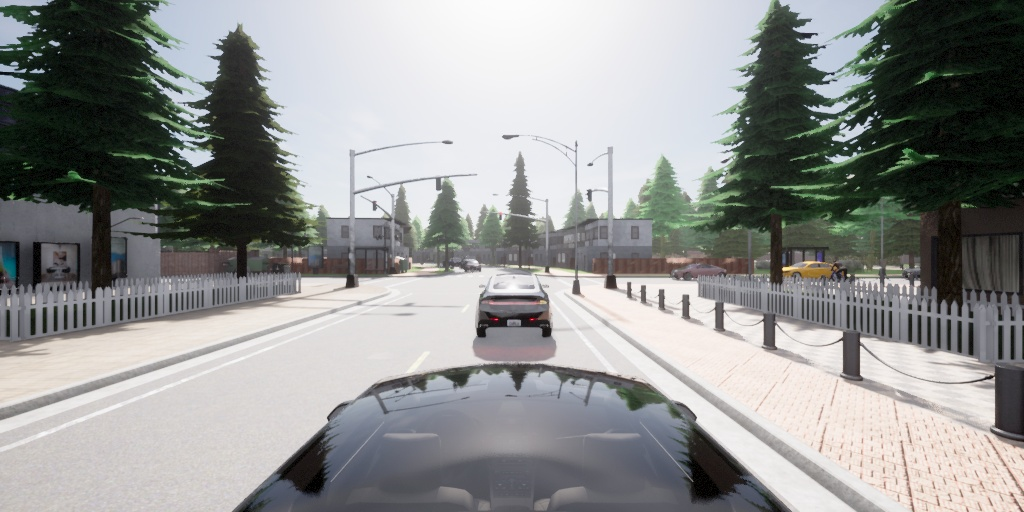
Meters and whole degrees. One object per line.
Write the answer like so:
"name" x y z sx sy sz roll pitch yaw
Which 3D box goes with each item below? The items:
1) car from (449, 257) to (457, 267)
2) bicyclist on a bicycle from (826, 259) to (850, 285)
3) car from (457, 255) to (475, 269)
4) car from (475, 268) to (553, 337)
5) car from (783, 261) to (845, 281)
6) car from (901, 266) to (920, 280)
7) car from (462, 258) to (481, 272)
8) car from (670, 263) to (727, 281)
"car" -9.919 1.065 64.064 2.097 1.767 4.553 0 0 -24
"bicyclist on a bicycle" 19.887 1.035 21.898 0.582 1.620 1.656 0 0 2
"car" -6.543 0.935 54.496 2.150 2.045 5.566 0 0 -15
"car" 0.057 1.241 10.213 2.128 1.511 4.902 0 0 0
"car" 24.177 1.211 29.261 5.008 1.535 1.882 0 0 2
"car" 34.549 1.239 28.939 4.892 1.490 1.837 0 0 2
"car" -4.940 1.278 45.331 1.994 1.385 4.181 0 0 -7
"car" 15.297 1.298 29.515 4.181 1.385 1.994 0 0 2
